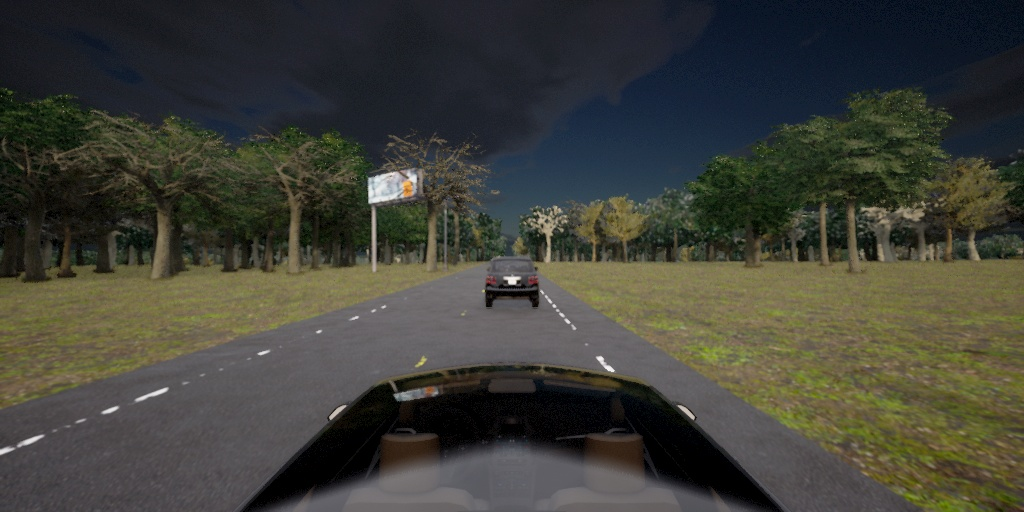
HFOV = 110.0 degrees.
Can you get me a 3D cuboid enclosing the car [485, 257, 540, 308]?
[{"bbox_3d":[0.011,1.056,15.872,2.150,2.045,5.566,0,0,0],"label":"car"}]
